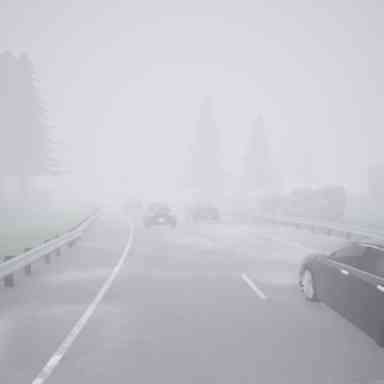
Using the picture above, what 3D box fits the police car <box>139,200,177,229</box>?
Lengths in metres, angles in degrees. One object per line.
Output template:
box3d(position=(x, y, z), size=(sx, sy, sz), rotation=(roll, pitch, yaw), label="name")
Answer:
box3d(position=(-2.274, 1.525, 22.288), size=(2.038, 1.542, 4.974), rotation=(0, 0, -11), label="police car")

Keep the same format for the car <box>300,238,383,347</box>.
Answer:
box3d(position=(3.321, 1.495, 5.335), size=(1.837, 1.490, 4.892), rotation=(0, 0, -2), label="car")

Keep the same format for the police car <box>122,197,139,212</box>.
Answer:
box3d(position=(-7.275, 1.473, 40.251), size=(1.930, 1.638, 5.238), rotation=(0, 0, -19), label="police car")

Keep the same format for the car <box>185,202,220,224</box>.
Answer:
box3d(position=(0.689, 1.502, 25.192), size=(2.128, 1.511, 4.902), rotation=(0, 0, -12), label="car")
